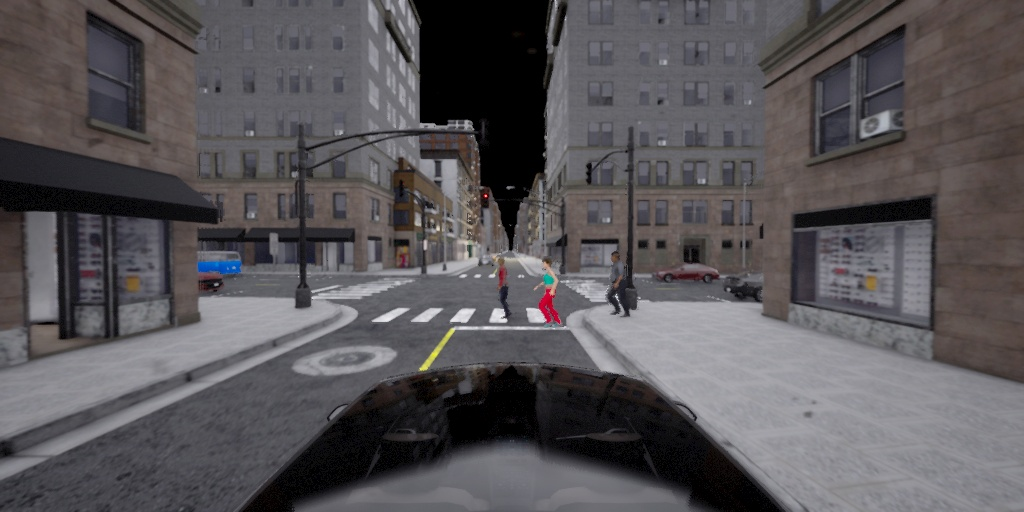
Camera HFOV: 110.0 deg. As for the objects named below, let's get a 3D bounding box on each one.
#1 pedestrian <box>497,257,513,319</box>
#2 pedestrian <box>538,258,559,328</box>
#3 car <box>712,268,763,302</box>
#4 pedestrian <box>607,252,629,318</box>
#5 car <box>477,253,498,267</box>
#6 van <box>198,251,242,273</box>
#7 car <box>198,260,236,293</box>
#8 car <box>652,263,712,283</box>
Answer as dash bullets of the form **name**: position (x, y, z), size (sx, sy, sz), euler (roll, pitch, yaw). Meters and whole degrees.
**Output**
- **pedestrian**: position (-0.243, 0.913, 10.464), size (0.375, 1.860, 0.375), euler (0, 1, 0)
- **pedestrian**: position (0.946, 0.930, 9.267), size (0.375, 1.860, 0.375), euler (0, 1, 0)
- **car**: position (11.587, 1.247, 15.574), size (4.403, 1.370, 2.007), euler (0, 0, 0)
- **pedestrian**: position (2.909, 0.771, 9.868), size (0.375, 1.860, 0.375), euler (0, 1, 0)
- **car**: position (-3.179, 0.568, 44.603), size (2.128, 1.511, 4.902), euler (0, 1, 0)
- **van**: position (-20.653, 0.553, 24.256), size (3.998, 1.789, 1.690), euler (0, 0, 0)
- **car**: position (-15.176, 0.983, 15.699), size (4.507, 1.381, 1.888), euler (0, 0, 0)
- **car**: position (11.602, 1.104, 24.098), size (4.207, 1.307, 1.802), euler (0, 0, 0)
